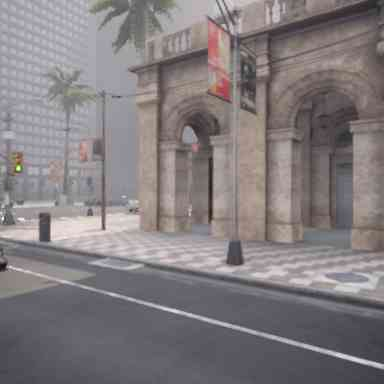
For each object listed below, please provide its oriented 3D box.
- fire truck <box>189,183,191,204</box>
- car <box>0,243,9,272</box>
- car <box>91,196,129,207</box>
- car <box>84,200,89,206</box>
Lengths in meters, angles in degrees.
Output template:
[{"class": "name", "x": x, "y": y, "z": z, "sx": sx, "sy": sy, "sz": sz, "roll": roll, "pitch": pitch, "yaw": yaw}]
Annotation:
[{"class": "fire truck", "x": -1.030, "y": 0.265, "z": 58.861, "sx": 2.891, "sy": 3.827, "sz": 8.468, "roll": 0, "pitch": 0, "yaw": 36}, {"class": "car", "x": -7.039, "y": 1.526, "z": 8.993, "sx": 5.357, "sy": 1.411, "sz": 2.033, "roll": 0, "pitch": 0, "yaw": 36}, {"class": "car", "x": -11.882, "y": 1.471, "z": 49.939, "sx": 2.033, "sy": 1.411, "sz": 5.357, "roll": 0, "pitch": 0, "yaw": 36}, {"class": "car", "x": -14.508, "y": 1.431, "z": 51.591, "sx": 2.161, "sy": 1.482, "sz": 4.786, "roll": 0, "pitch": 0, "yaw": 35}]
